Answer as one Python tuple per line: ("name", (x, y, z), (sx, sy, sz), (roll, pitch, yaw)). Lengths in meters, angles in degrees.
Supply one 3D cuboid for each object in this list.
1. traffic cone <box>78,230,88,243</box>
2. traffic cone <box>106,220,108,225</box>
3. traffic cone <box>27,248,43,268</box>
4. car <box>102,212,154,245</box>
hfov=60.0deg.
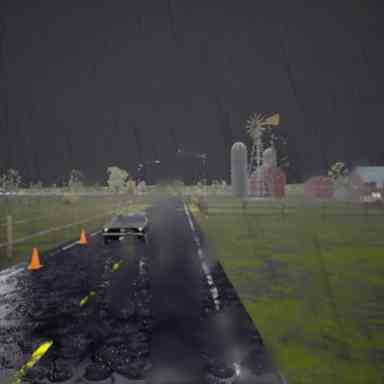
("traffic cone", (-4.984, 2.012, 15.220), (0.340, 0.580, 0.340), (0, 0, -2))
("traffic cone", (-5.153, 2.017, 20.217), (0.340, 0.580, 0.340), (0, 0, -2))
("traffic cone", (-4.816, 2.008, 10.222), (0.340, 0.580, 0.340), (0, 0, -2))
("car", (-2.939, 1.642, 16.018), (1.895, 1.301, 4.718), (0, 0, -2))
